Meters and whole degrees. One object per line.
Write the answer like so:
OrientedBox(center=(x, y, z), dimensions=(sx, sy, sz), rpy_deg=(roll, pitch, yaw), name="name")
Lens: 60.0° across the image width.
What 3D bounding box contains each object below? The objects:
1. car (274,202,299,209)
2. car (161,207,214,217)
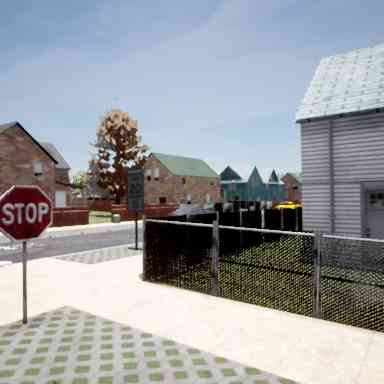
OrientedBox(center=(12.196, 2.011, 42.771), dimensions=(1.882, 1.535, 5.008), rpy_deg=(-2, -2, 36), name="car")
OrientedBox(center=(-0.209, 1.839, 25.194), dimensions=(2.033, 1.411, 5.357), rpy_deg=(-1, -2, 35), name="car")
